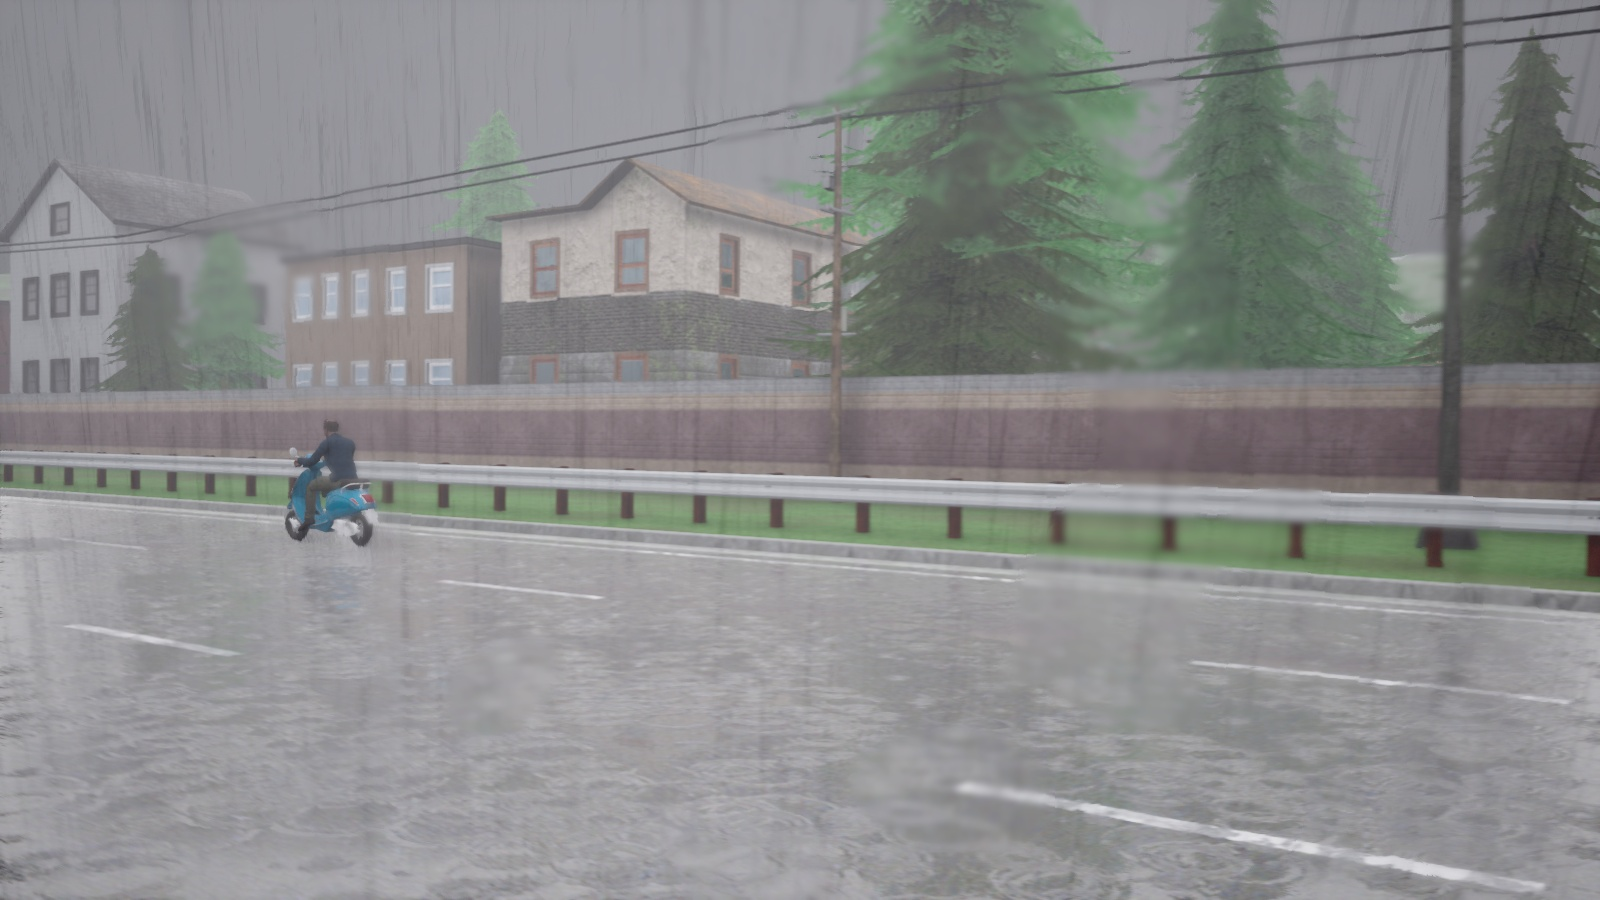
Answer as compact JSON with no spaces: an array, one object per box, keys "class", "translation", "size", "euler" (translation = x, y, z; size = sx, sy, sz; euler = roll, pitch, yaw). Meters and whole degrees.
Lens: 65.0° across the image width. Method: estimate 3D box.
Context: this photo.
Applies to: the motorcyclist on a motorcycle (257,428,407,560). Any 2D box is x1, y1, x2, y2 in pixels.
[{"class":"motorcyclist on a motorcycle","translation":[-5.960,0.521,15.986],"size":[1.817,1.590,0.866],"euler":[0,1,34]}]
